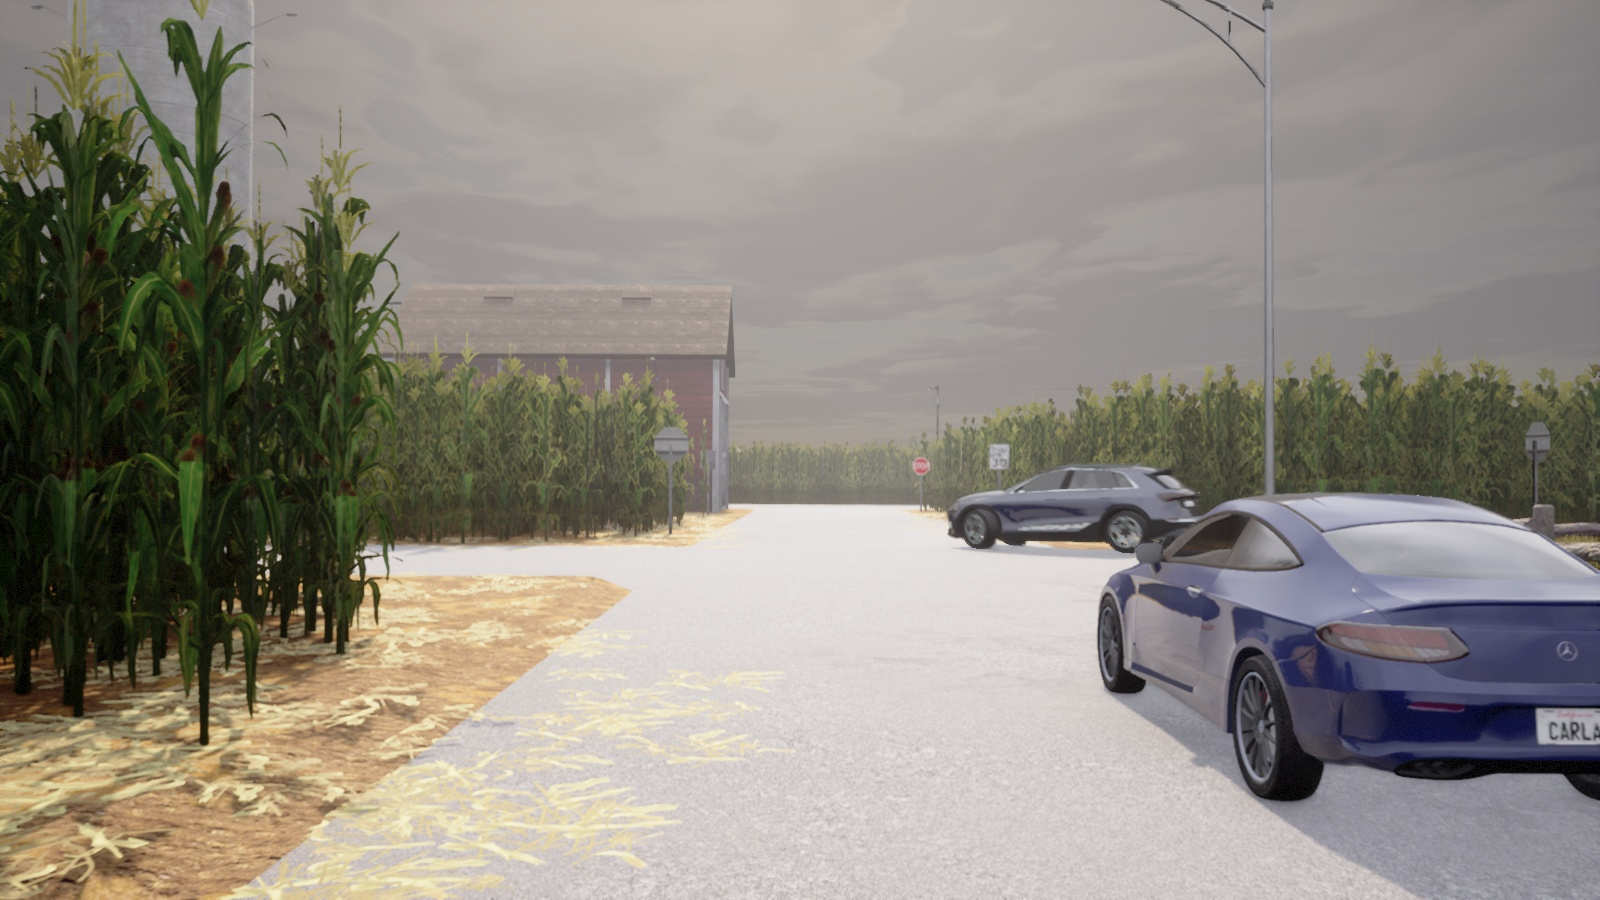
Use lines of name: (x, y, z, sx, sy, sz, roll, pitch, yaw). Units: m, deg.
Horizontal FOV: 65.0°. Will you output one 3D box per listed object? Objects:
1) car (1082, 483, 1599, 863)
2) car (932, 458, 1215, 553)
car: (3.081, 0.943, 7.317, 1.812, 1.442, 4.674, 0, -1, 0)
car: (5.165, 1.034, 24.008, 4.856, 1.649, 2.033, -2, -1, 34)
